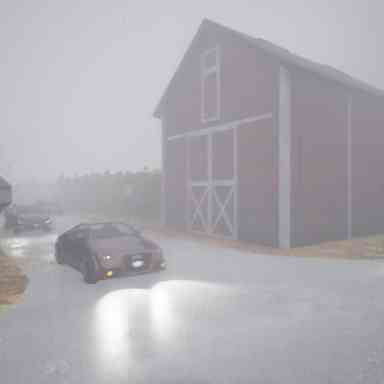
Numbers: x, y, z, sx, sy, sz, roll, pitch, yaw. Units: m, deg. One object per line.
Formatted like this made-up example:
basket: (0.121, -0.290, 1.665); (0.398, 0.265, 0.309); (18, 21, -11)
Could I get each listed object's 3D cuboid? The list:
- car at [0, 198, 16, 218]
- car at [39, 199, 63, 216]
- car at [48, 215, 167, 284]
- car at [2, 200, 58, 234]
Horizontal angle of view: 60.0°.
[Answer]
car: (-16.793, 1.343, 29.158); (1.812, 1.442, 4.674); (0, 1, -36)
car: (-12.789, 1.335, 29.217); (2.128, 1.511, 4.902); (0, 1, -36)
car: (-2.507, 1.555, 9.665); (1.994, 1.385, 4.181); (0, 0, -37)
car: (-9.390, 1.460, 19.013); (1.837, 1.490, 4.892); (0, 0, -36)
